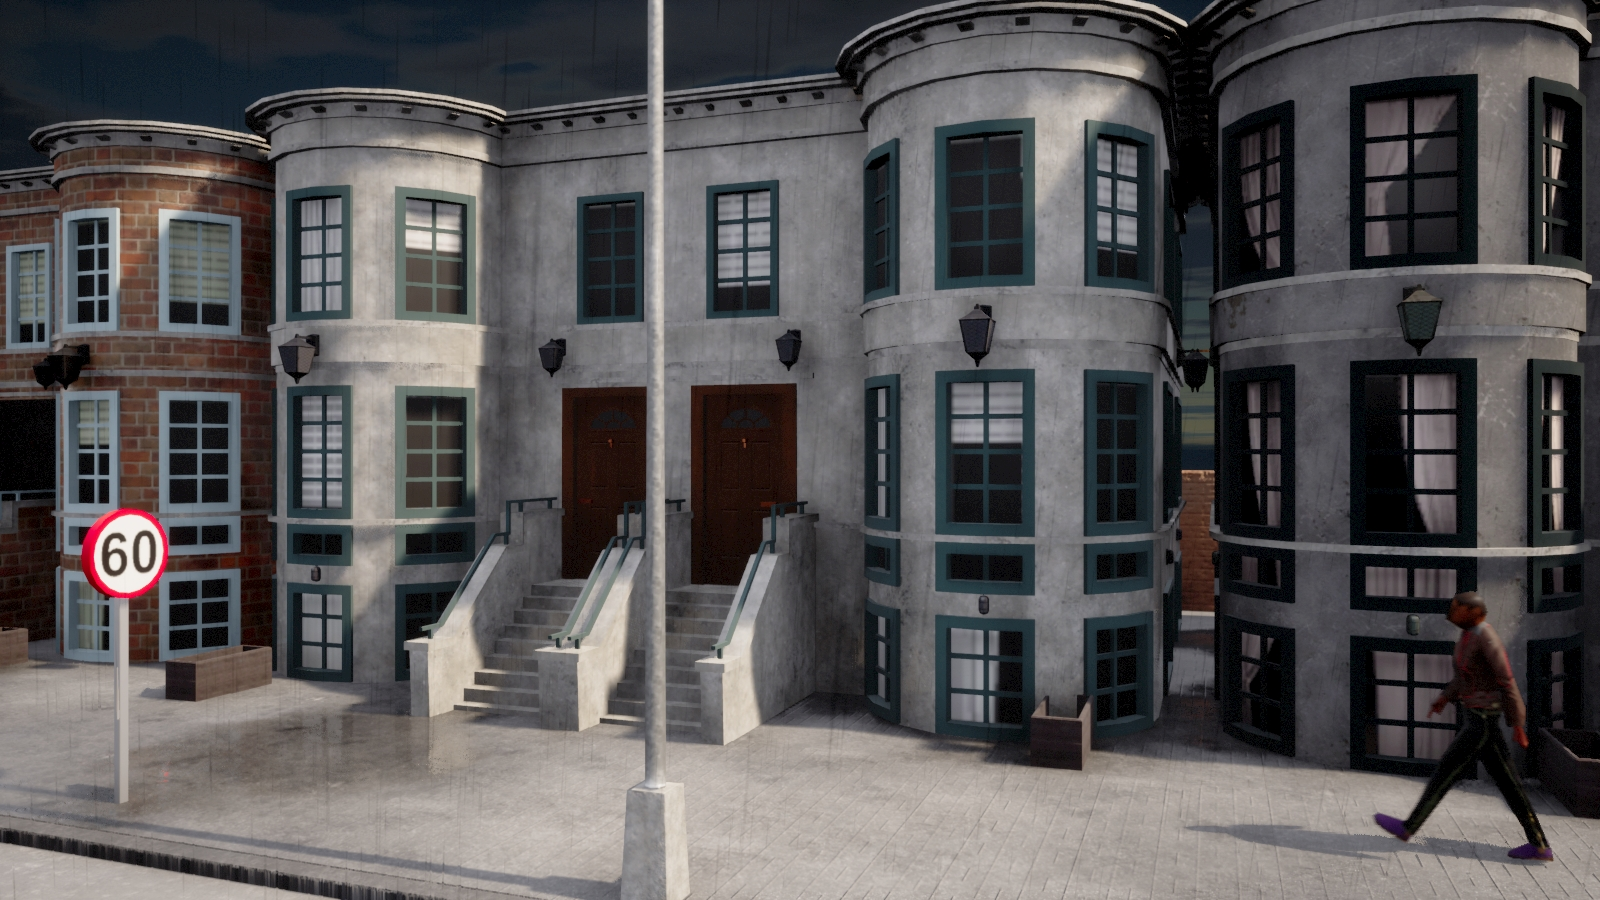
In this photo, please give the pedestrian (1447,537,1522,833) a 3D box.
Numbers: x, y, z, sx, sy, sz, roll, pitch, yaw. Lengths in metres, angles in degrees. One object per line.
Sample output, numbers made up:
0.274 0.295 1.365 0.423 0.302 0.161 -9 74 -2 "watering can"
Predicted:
4.522 1.524 7.560 0.375 1.860 0.375 0 0 22 "pedestrian"
